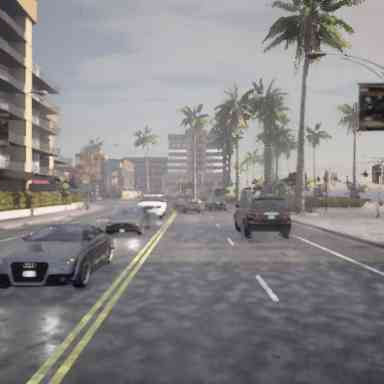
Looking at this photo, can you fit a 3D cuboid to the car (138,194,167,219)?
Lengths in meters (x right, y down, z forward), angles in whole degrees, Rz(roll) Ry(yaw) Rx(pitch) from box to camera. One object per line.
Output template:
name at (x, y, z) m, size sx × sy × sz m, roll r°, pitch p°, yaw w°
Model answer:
car at (-3.498, 1.236, 29.689) m, size 2.150 × 2.045 × 5.566 m, roll 0°, pitch 0°, yaw 0°

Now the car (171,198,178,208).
car at (-1.666, 1.588, 47.697) m, size 1.994 × 1.385 × 4.181 m, roll 0°, pitch 0°, yaw -13°

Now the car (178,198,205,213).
car at (-0.143, 1.510, 36.673) m, size 2.128 × 1.511 × 4.902 m, roll 0°, pitch 0°, yaw -4°

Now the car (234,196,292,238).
car at (3.602, 1.230, 17.752) m, size 2.150 × 2.045 × 5.566 m, roll 0°, pitch 0°, yaw 0°

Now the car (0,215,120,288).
car at (-3.499, 1.569, 9.141) m, size 1.994 × 1.385 × 4.181 m, roll 0°, pitch 0°, yaw 0°

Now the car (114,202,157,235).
car at (-3.497, 1.557, 19.319) m, size 2.033 × 1.411 × 5.357 m, roll 0°, pitch 0°, yaw 0°

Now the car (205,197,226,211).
car at (2.812, 1.372, 41.449) m, size 2.097 × 1.767 × 4.553 m, roll 0°, pitch 0°, yaw -7°
